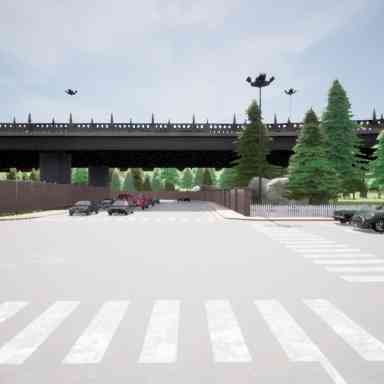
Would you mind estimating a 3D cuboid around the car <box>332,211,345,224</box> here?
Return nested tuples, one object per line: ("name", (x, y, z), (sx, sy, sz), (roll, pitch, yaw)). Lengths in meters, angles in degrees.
("car", (11.985, 1.545, 22.179), (4.718, 1.301, 1.895), (0, 0, 2))

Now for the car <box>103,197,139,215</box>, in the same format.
("car", (-7.043, 1.547, 33.560), (2.033, 1.411, 5.357), (0, 0, 0))

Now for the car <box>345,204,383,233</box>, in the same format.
("car", (11.481, 1.297, 18.671), (4.553, 1.767, 2.097), (0, 0, 2))

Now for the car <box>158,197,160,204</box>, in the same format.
("car", (-7.197, 1.547, 64.403), (2.033, 1.411, 5.357), (0, 0, -3))

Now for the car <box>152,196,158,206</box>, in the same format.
("car", (-7.046, 1.564, 53.742), (1.994, 1.385, 4.181), (0, 0, 0))

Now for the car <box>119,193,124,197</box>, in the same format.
("car", (-10.577, 1.222, 52.457), (2.150, 2.045, 5.566), (0, 0, 0))

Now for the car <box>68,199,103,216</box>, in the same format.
("car", (-10.571, 1.526, 32.907), (1.812, 1.442, 4.674), (0, 0, 0))

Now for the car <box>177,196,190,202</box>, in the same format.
("car", (-1.908, 1.553, 75.198), (1.994, 1.385, 4.181), (0, 0, -19))

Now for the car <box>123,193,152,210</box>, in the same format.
("car", (-7.045, 1.221, 43.734), (2.150, 2.045, 5.566), (0, 0, 0))
